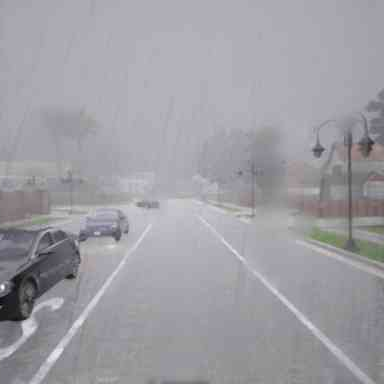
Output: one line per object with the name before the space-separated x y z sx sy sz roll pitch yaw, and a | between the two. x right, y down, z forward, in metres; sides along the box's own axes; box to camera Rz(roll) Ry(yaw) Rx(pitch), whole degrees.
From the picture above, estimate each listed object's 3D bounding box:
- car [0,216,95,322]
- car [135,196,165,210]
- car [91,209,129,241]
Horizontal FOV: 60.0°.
car | -3.911 1.557 7.402 2.128 1.511 4.902 -1 0 -3
car | -6.296 1.674 46.665 1.837 1.490 4.892 1 1 -37
car | -4.406 1.621 17.389 1.812 1.442 4.674 -1 0 -3
